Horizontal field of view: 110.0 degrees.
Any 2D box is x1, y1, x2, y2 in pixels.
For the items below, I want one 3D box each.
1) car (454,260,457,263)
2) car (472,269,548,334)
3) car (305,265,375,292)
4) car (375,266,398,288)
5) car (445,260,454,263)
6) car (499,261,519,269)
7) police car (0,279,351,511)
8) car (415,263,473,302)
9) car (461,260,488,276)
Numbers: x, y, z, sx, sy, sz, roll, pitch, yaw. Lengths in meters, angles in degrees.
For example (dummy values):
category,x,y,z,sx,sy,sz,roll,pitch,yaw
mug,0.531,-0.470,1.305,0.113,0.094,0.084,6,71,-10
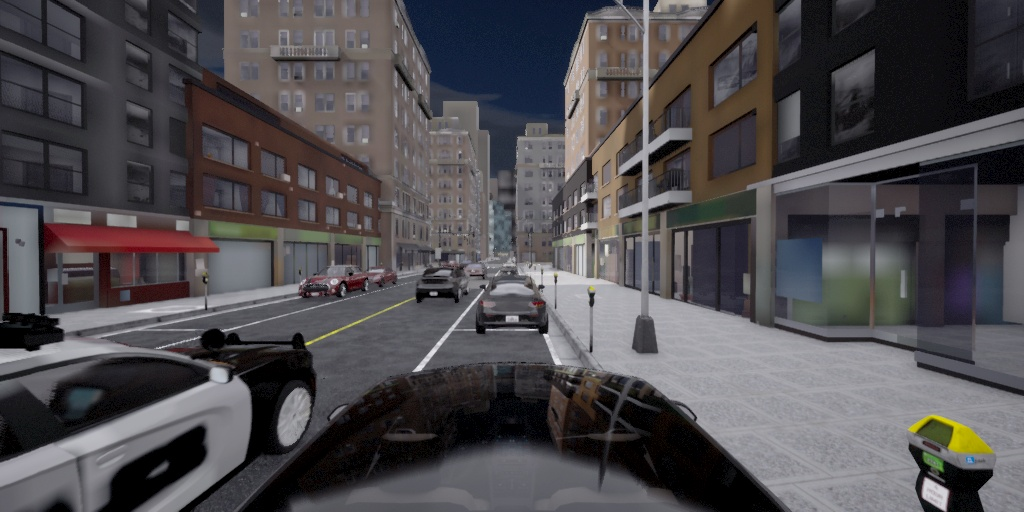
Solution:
category,x,y,z,sx,sy,sz,roll,pitch,yaw
car,-6.146,1.271,49.300,2.033,1.411,5.357,0,0,0
car,0.003,1.273,10.502,1.812,1.442,4.674,0,0,0
car,-8.815,1.185,18.031,1.967,1.591,4.097,0,0,0
car,-8.815,1.325,23.617,1.802,1.307,4.207,0,0,0
car,-8.814,1.267,51.546,1.888,1.381,4.507,0,0,0
car,-0.273,1.287,34.789,2.007,1.370,4.403,0,0,0
police car,-3.146,1.175,2.173,1.930,1.638,5.238,0,0,0
car,-3.143,1.254,16.840,1.837,1.490,4.892,0,0,0
car,-3.145,1.286,31.536,2.033,1.411,5.357,0,0,0
